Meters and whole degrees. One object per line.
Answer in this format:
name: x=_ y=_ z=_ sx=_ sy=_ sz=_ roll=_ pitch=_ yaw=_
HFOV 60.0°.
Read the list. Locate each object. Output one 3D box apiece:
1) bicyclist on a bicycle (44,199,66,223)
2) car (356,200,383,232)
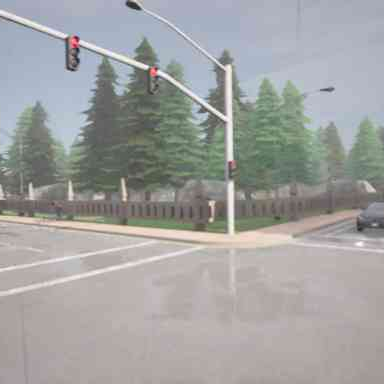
bicyclist on a bicycle: x=-9.385 y=1.274 z=22.803 sx=0.582 sy=1.620 sz=1.656 roll=-1 pitch=1 yaw=39
car: x=9.750 y=1.157 z=16.749 sx=1.812 sy=1.442 sz=4.674 roll=-1 pitch=1 yaw=41
